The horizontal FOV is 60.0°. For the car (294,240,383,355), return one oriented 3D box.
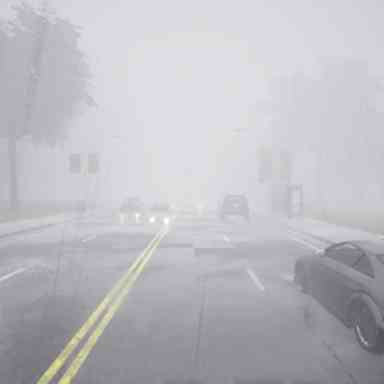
[{"bbox_3d":[3.351,1.553,6.080,1.994,1.385,4.181,0,0,0],"label":"car"}]

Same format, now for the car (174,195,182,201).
[{"bbox_3d":[-3.249,1.349,76.665,2.033,1.411,5.357,0,0,0],"label":"car"}]

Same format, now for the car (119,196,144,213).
[{"bbox_3d":[-6.591,1.298,36.617,2.097,1.767,4.553,0,0,0],"label":"car"}]

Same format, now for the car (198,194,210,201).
[{"bbox_3d":[3.251,1.476,82.026,2.163,1.488,4.792,0,0,0],"label":"car"}]

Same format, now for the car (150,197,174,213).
[{"bbox_3d":[-3.345,1.548,35.564,1.895,1.301,4.718,0,0,0],"label":"car"}]

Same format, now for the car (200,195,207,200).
[{"bbox_3d":[3.251,1.537,92.998,1.812,1.442,4.674,0,0,0],"label":"car"}]

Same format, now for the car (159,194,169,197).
[{"bbox_3d":[-6.499,1.086,77.104,2.097,1.767,4.553,0,0,0],"label":"car"}]

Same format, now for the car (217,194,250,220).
[{"bbox_3d":[3.349,1.177,27.579,2.150,2.045,5.566,0,0,0],"label":"car"}]
